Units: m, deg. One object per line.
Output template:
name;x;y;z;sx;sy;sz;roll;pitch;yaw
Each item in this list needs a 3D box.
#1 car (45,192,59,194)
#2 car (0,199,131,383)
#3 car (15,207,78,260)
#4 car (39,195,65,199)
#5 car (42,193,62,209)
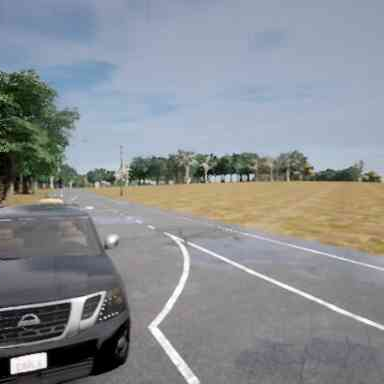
car;-13.024;0.840;30.920;2.097;1.767;4.553;0;1;-22
car;-2.617;1.275;5.710;2.150;2.045;5.566;-1;0;-23
car;-5.679;1.448;13.142;1.895;1.301;4.718;0;2;-23
car;-8.596;1.176;20.178;1.882;1.535;5.008;0;1;-22
car;-15.118;0.913;36.094;1.812;1.442;4.674;0;1;-22
